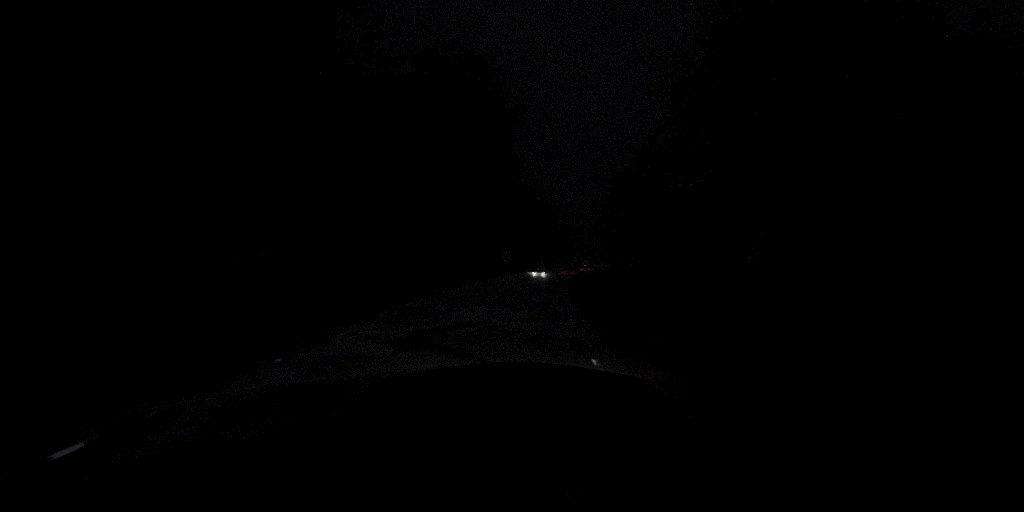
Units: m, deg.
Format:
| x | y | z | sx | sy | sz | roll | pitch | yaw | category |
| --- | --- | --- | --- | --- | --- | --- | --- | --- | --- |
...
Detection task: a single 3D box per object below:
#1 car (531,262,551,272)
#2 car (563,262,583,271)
| x | y | z | sx | sy | sz | roll | pitch | yaw | category |
| --- | --- | --- | --- | --- | --- | --- | --- | --- | --- |
| 3.942 | 1.446 | 47.827 | 1.994 | 1.385 | 4.181 | 0 | 0 | 17 | car |
| 8.793 | 1.543 | 52.512 | 1.895 | 1.301 | 4.718 | 0 | 0 | 19 | car |
